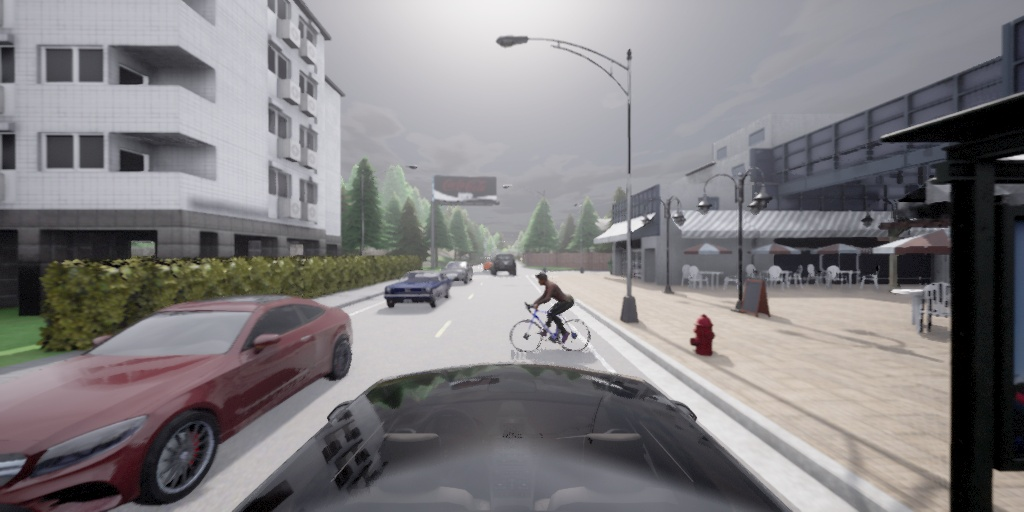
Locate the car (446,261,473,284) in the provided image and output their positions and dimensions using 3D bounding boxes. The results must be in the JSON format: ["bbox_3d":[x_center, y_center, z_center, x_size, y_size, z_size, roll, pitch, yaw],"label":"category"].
[{"bbox_3d":[-3.876,1.137,25.529,2.128,1.511,4.902,0,0,0],"label":"car"}]

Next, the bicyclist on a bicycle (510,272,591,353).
[{"bbox_3d":[0.771,1.159,7.261,1.656,1.620,0.582,0,0,-1],"label":"bicyclist on a bicycle"}]

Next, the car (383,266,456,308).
[{"bbox_3d":[-3.765,1.295,15.057,1.895,1.301,4.718,0,0,-1],"label":"car"}]

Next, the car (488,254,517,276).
[{"bbox_3d":[-0.853,0.891,35.409,2.150,2.045,5.566,0,-3,-7],"label":"car"}]

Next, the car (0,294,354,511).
[{"bbox_3d":[-3.619,1.269,4.510,1.812,1.442,4.674,0,0,-1],"label":"car"}]

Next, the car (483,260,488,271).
[{"bbox_3d":[-1.631,1.021,45.937,2.097,1.767,4.553,-1,0,34],"label":"car"}]
